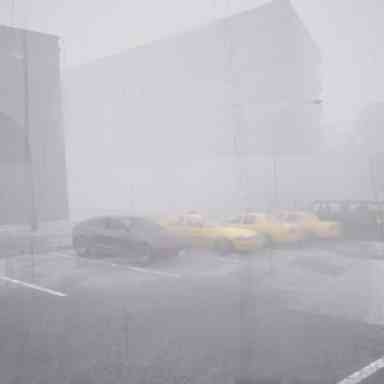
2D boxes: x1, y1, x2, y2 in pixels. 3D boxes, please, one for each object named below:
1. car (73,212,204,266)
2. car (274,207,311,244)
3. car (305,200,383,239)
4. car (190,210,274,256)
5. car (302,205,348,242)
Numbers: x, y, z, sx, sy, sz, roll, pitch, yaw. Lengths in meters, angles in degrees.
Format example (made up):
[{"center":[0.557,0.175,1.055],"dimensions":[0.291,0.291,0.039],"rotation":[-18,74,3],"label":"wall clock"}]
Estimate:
[{"center":[-2.256,1.571,11.927],"dimensions":[4.792,1.488,2.163],"rotation":[-1,-1,35],"label":"car"},{"center":[2.430,1.613,15.529],"dimensions":[5.366,1.575,1.946],"rotation":[-1,-1,34],"label":"car"},{"center":[7.420,1.462,18.934],"dimensions":[5.566,2.045,2.435],"rotation":[-1,-1,34],"label":"car"},{"center":[0.303,1.569,13.579],"dimensions":[5.366,1.575,1.946],"rotation":[-1,-1,34],"label":"car"},{"center":[4.859,1.659,17.275],"dimensions":[5.366,1.575,1.946],"rotation":[-1,-1,34],"label":"car"}]
